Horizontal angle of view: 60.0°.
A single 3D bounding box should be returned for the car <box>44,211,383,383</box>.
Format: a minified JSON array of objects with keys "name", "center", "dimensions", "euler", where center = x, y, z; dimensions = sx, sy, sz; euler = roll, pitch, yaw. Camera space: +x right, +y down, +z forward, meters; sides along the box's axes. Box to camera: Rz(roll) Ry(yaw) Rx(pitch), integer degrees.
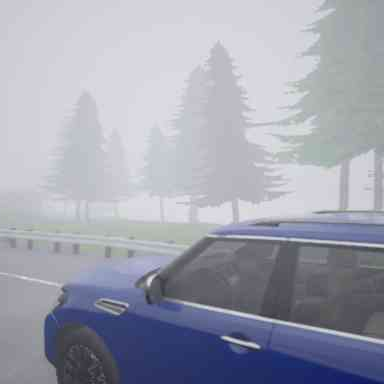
[{"name":"car","center":[1.002,1.203,3.012],"dimensions":[5.566,2.045,2.150],"euler":[0,0,35]}]
